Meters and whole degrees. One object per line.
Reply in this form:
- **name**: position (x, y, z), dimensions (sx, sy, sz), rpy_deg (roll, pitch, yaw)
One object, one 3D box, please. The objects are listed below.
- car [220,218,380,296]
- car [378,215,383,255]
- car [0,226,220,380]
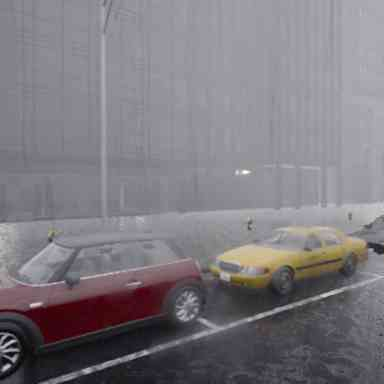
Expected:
- **car**: position (2.680, 1.488, 8.556), dimensions (4.829, 1.417, 1.752), rpy_deg (0, 0, -35)
- **car**: position (7.443, 1.498, 11.948), dimensions (4.313, 1.339, 1.947), rpy_deg (0, 0, -35)
- **car**: position (-1.806, 1.432, 5.360), dimensions (4.097, 1.590, 1.967), rpy_deg (0, 0, -35)
